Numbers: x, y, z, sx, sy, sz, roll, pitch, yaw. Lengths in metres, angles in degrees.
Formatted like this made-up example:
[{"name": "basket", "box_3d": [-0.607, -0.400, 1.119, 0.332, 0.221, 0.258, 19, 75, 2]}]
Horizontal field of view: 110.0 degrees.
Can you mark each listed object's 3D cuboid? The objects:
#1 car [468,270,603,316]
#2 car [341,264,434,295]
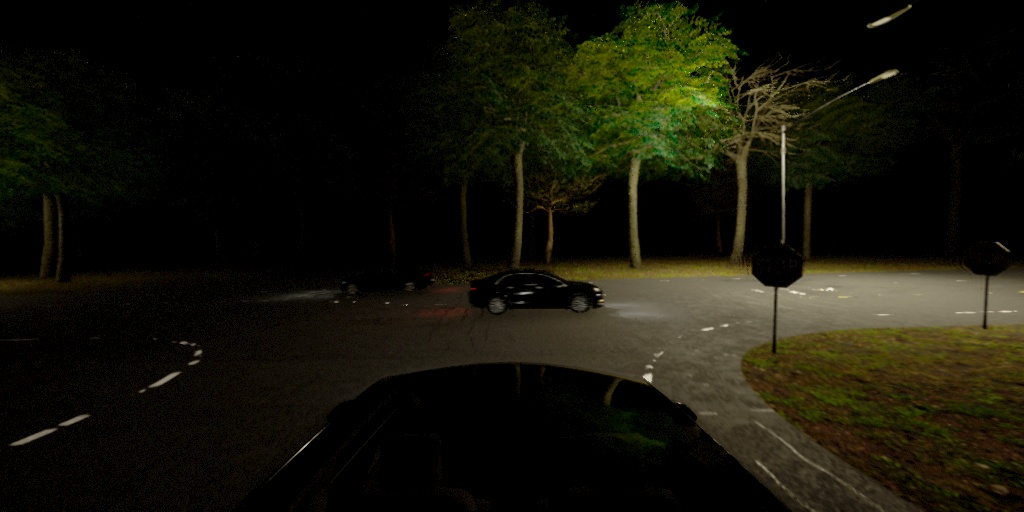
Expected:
[{"name": "car", "box_3d": [0.859, 1.271, 13.214, 4.892, 1.490, 1.837, -1, 2, -1]}, {"name": "car", "box_3d": [-6.951, 1.269, 20.120, 5.008, 1.535, 1.882, -2, 2, -1]}]
